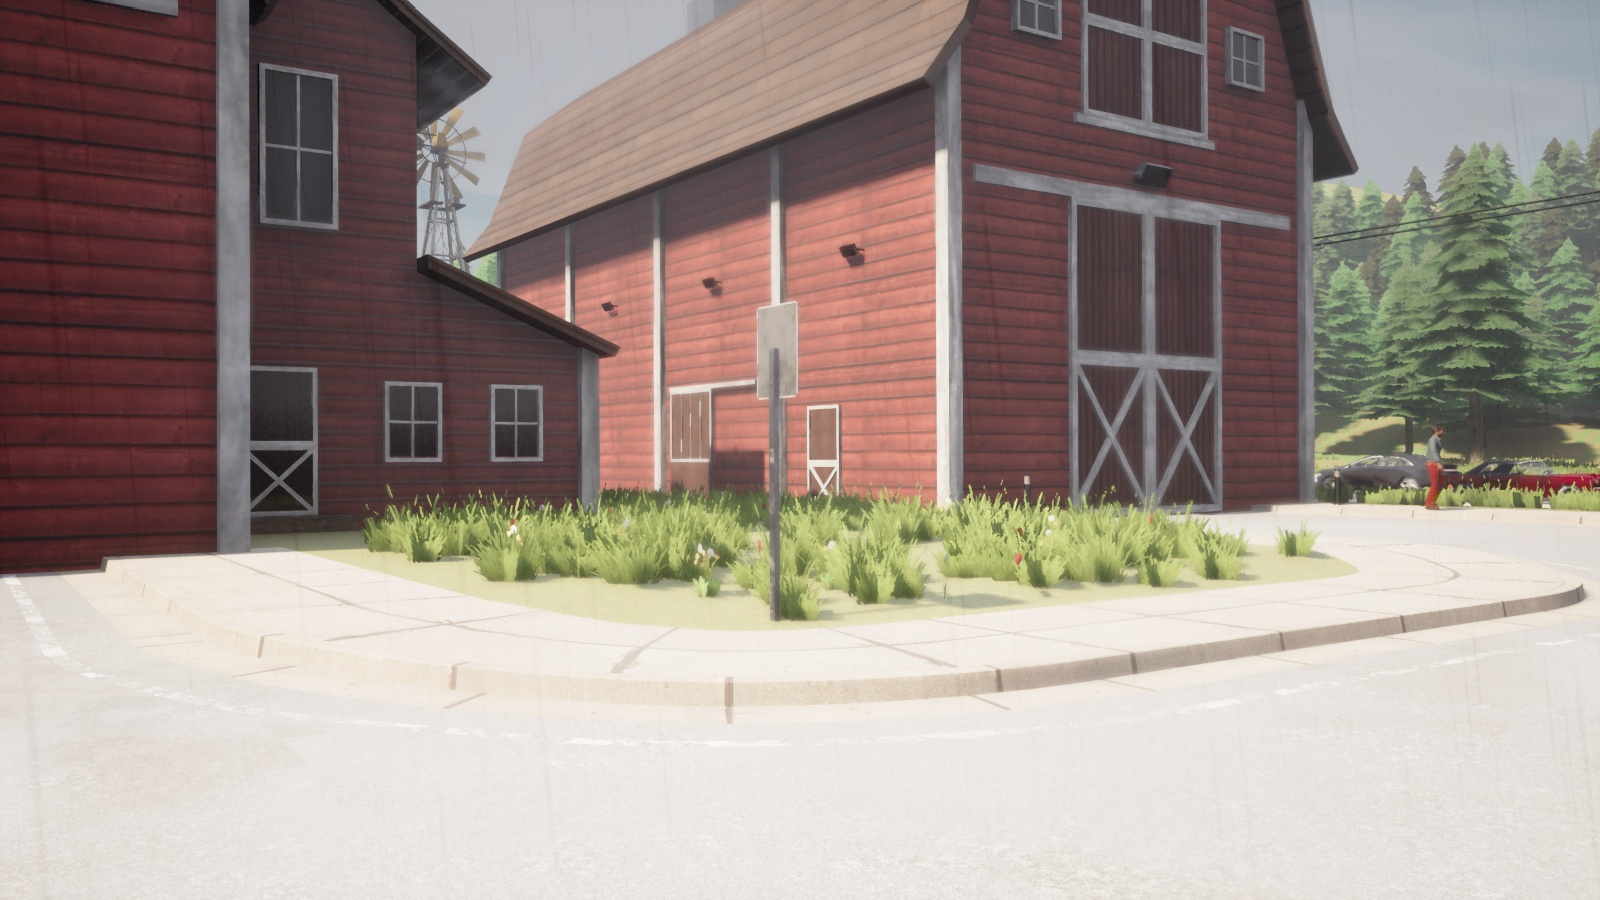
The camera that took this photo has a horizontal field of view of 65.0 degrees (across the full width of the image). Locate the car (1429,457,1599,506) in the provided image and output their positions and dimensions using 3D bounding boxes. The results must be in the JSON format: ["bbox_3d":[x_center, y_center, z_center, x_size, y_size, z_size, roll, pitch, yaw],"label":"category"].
[{"bbox_3d":[20.995,0.865,36.269,1.895,1.301,4.718,0,0,-34],"label":"car"}]

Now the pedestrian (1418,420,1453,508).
[{"bbox_3d":[13.461,0.300,26.600,0.614,1.847,0.353,-1,0,32],"label":"pedestrian"}]

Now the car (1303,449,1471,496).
[{"bbox_3d":[20.290,0.762,43.629,2.128,1.511,4.902,0,0,-33],"label":"car"}]
